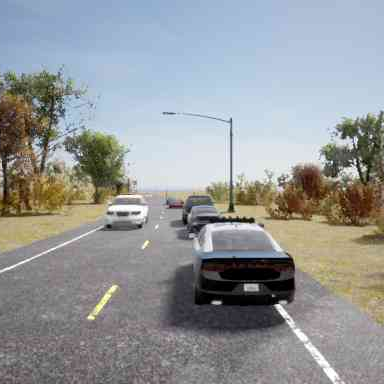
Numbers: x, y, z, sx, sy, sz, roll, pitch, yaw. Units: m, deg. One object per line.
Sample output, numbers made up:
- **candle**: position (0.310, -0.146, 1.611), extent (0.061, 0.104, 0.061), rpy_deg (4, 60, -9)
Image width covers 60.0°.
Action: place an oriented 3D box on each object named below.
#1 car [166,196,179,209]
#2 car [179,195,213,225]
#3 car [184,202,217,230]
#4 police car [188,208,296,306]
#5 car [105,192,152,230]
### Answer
- **car**: position (-2.163, 1.543, 45.509), extent (1.994, 1.385, 4.181), rpy_deg (0, 0, -4)
- **car**: position (0.389, 1.213, 24.252), extent (2.150, 2.045, 5.566), rpy_deg (0, 0, -3)
- **car**: position (0.668, 1.500, 18.194), extent (1.837, 1.490, 4.892), rpy_deg (0, 0, -2)
- **police car**: position (0.961, 1.424, 8.253), extent (1.930, 1.638, 5.238), rpy_deg (0, 0, -1)
- **car**: position (-4.081, 1.215, 21.631), extent (2.150, 2.045, 5.566), rpy_deg (0, 0, -3)
